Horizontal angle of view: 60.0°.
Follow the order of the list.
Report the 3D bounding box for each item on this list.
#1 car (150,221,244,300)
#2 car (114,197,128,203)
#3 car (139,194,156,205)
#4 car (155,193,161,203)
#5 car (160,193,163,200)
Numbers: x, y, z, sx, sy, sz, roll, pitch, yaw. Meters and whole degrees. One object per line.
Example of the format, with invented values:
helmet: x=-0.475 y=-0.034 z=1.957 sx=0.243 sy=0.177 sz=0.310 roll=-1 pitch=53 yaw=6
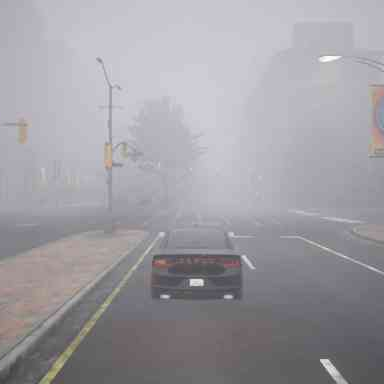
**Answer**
car: x=0.114 y=1.478 z=8.462 sx=1.882 sy=1.535 sz=5.008 roll=0 pitch=0 yaw=1
car: x=-14.460 y=1.595 z=67.846 sx=1.895 sy=1.301 sz=4.718 roll=0 pitch=0 yaw=0
car: x=-7.841 y=1.505 z=56.473 sx=1.837 sy=1.490 sz=4.892 roll=0 pitch=0 yaw=1
car: x=-7.754 y=1.526 z=65.732 sx=1.812 sy=1.442 sz=4.674 roll=0 pitch=0 yaw=1
car: x=-7.674 y=1.225 z=76.484 sx=2.150 sy=2.045 sz=5.566 roll=0 pitch=0 yaw=0
